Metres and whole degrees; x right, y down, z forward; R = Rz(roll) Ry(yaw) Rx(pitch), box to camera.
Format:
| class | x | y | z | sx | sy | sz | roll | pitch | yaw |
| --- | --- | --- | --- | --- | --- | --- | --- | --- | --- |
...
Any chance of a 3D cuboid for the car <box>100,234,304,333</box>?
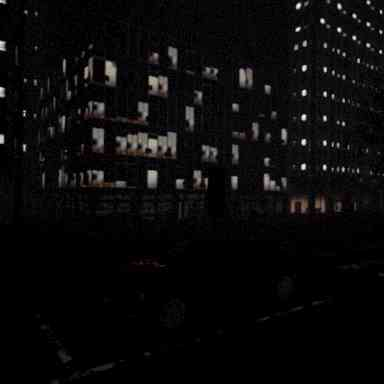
| class | x | y | z | sx | sy | sz | roll | pitch | yaw |
| --- | --- | --- | --- | --- | --- | --- | --- | --- | --- |
| car | 0.409 | 1.597 | 6.853 | 4.507 | 1.381 | 1.887 | 1 | -1 | -36 |
